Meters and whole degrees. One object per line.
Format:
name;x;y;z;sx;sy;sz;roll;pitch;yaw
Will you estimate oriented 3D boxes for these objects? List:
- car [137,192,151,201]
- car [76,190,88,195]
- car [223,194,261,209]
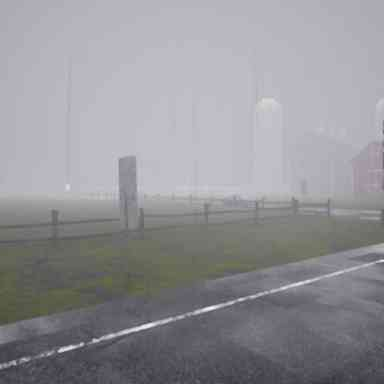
car;-8.629;0.694;55.169;2.128;1.511;4.902;-1;1;-35
car;-29.414;0.218;88.753;1.895;1.301;4.718;-2;1;-36
car;5.307;0.954;35.806;1.812;1.442;4.674;-2;1;-36
